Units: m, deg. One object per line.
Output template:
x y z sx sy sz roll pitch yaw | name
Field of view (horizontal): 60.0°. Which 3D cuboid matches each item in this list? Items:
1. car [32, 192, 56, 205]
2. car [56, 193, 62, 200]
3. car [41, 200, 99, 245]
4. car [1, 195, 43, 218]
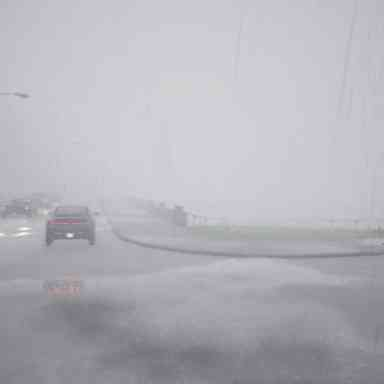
-15.524 0.783 33.990 2.097 1.767 4.553 1 0 -17 | car
-19.479 0.831 46.976 1.994 1.385 4.181 1 0 -16 | car
-5.178 1.300 14.509 1.837 1.490 4.892 1 0 -17 | car
-12.739 1.147 24.863 1.895 1.301 4.718 1 0 -17 | car
